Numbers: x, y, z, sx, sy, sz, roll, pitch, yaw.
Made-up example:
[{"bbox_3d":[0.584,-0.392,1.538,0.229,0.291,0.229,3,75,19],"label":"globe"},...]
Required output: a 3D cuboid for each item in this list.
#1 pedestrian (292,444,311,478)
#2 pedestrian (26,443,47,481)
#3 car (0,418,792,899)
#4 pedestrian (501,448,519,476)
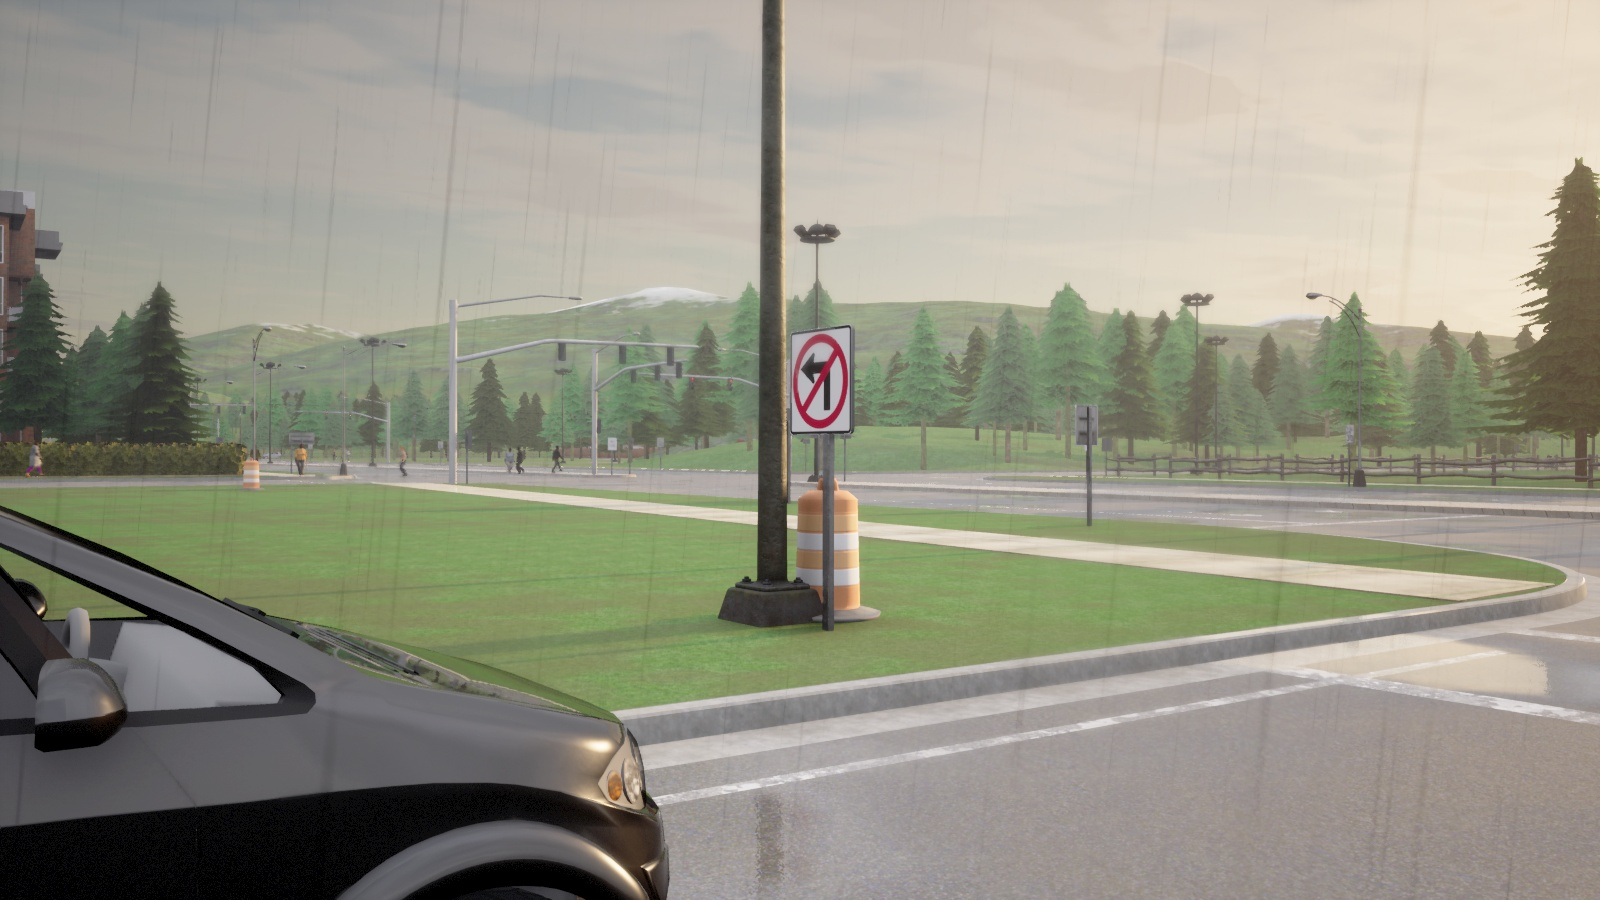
[{"bbox_3d":[-27.448,0.611,69.186,0.874,1.855,0.900,0,0,-27],"label":"pedestrian"},{"bbox_3d":[-39.325,0.615,64.658,0.873,1.952,0.659,0,0,-34],"label":"pedestrian"},{"bbox_3d":[-2.048,0.733,2.232,3.705,1.549,1.789,0,0,-35],"label":"car"},{"bbox_3d":[-19.658,0.791,85.085,0.874,1.855,0.900,0,0,-34],"label":"pedestrian"}]
